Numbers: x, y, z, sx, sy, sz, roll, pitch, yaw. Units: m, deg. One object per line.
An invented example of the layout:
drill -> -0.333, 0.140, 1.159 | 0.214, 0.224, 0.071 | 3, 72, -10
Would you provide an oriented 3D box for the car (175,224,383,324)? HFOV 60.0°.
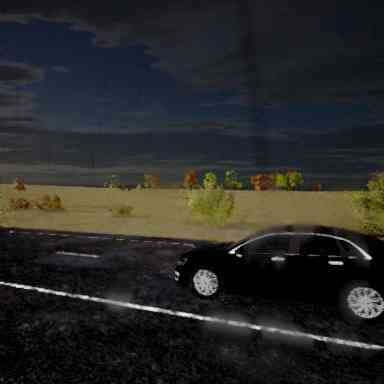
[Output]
car -> 1.987, 1.440, 6.882 | 4.892, 1.490, 1.837 | 0, 0, 25
